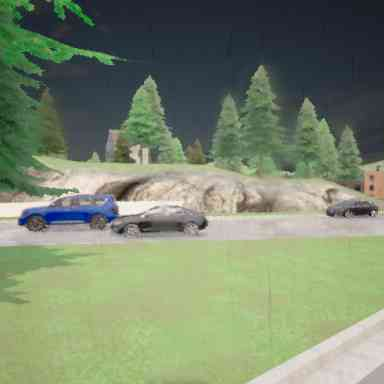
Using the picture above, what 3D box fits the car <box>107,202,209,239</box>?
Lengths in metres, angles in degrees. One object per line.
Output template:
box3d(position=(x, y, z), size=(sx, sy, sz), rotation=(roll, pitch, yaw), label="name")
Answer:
box3d(position=(-1.575, 1.455, 16.827), size=(4.902, 1.511, 2.128), rotation=(0, 0, -10), label="car")

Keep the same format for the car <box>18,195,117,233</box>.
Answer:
box3d(position=(-6.958, 1.194, 19.382), size=(5.566, 2.045, 2.150), rotation=(0, 0, -10), label="car")

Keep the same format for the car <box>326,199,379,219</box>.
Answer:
box3d(position=(13.398, 1.393, 27.763), size=(4.892, 1.490, 1.837), rotation=(0, 0, -24), label="car")
